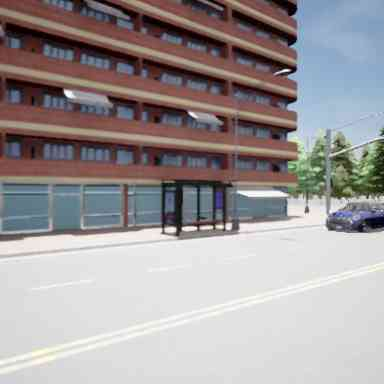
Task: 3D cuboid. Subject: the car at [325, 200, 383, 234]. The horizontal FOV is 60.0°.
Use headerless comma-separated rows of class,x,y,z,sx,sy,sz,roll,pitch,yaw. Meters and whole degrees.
car,9.913,1.364,19.588,4.553,1.767,2.097,0,0,-35
